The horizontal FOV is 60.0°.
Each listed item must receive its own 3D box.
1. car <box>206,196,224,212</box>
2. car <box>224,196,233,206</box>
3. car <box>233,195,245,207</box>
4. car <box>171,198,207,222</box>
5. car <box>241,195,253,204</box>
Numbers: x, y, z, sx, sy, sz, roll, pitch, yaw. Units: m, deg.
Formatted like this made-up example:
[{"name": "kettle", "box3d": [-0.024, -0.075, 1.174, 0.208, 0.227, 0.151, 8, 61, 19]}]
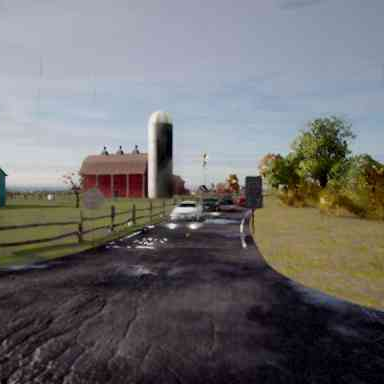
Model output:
[{"name": "car", "box3d": [2.091, 1.374, 37.090, 1.837, 1.490, 4.892, 0, 0, 12]}, {"name": "car", "box3d": [5.579, 1.308, 52.469, 1.882, 1.535, 5.008, 0, 0, 13]}, {"name": "car", "box3d": [7.533, 1.372, 48.559, 1.812, 1.442, 4.674, 0, 0, 12]}, {"name": "car", "box3d": [-0.266, 1.433, 25.552, 1.812, 1.442, 4.674, 0, 0, 10]}, {"name": "car", "box3d": [9.695, 1.334, 58.330, 1.837, 1.490, 4.892, 0, 0, 12]}]
